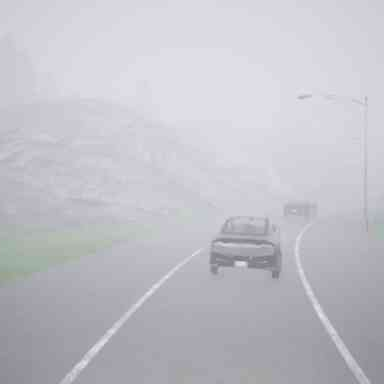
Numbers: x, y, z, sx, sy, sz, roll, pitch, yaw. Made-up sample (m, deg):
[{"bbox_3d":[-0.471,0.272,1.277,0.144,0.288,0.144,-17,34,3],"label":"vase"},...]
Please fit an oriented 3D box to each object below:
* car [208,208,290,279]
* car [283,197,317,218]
[{"bbox_3d":[1.774,1.477,10.198,2.128,1.511,4.902,0,1,15],"label":"car"},{"bbox_3d":[8.679,1.150,26.467,1.882,1.535,5.008,0,2,29],"label":"car"}]
